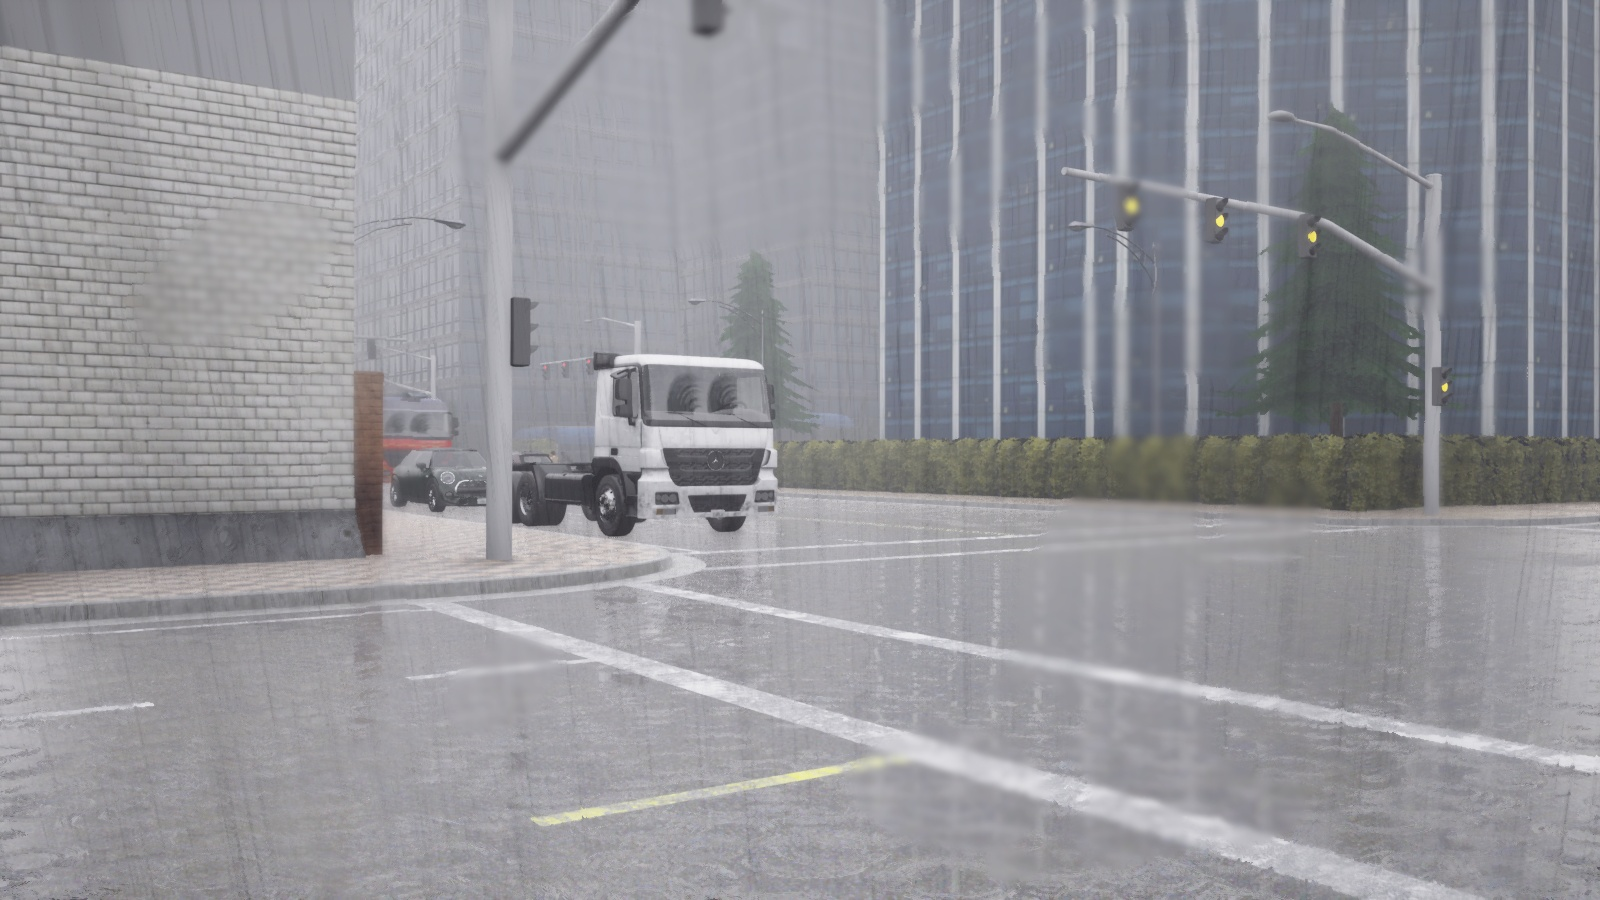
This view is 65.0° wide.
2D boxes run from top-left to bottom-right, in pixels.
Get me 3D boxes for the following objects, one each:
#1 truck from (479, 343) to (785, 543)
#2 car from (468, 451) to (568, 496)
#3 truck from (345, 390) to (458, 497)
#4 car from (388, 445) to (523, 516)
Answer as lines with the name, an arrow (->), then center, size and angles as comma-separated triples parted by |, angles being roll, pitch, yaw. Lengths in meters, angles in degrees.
truck -> -3.750, -0.110, 25.811 | 2.891, 3.462, 7.936 | 0, 0, -35
car -> -10.881, 0.871, 48.227 | 2.033, 1.649, 4.856 | 0, 0, -35
truck -> -15.814, -0.210, 49.425 | 2.891, 3.827, 8.468 | 0, 0, -27
car -> -9.337, 0.761, 33.803 | 2.097, 1.767, 4.553 | 0, 0, -35
